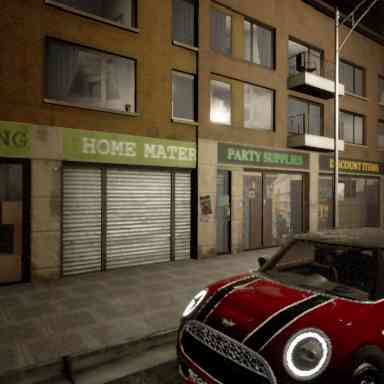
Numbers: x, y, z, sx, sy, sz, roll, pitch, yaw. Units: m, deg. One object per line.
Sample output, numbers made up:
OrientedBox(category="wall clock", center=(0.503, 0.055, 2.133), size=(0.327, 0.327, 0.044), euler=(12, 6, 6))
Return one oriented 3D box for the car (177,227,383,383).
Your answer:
OrientedBox(category="car", center=(2.029, 1.352, 4.517), size=(4.553, 1.767, 2.097), euler=(0, 0, -35))
